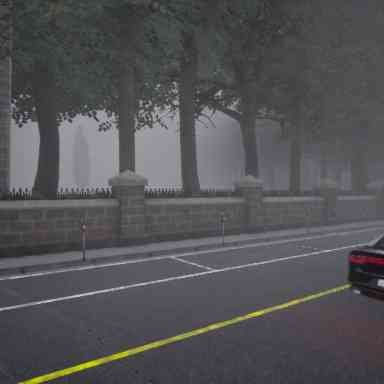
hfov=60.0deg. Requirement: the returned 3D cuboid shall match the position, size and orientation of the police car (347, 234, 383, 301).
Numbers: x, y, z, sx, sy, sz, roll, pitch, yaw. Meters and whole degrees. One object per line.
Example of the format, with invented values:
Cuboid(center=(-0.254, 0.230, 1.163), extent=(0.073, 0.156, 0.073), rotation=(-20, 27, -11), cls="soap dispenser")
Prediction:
Cuboid(center=(5.519, 1.423, 7.370), extent=(5.238, 1.638, 1.930), rotation=(0, 0, -36), cls="police car")
